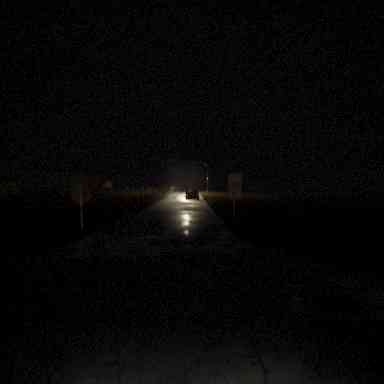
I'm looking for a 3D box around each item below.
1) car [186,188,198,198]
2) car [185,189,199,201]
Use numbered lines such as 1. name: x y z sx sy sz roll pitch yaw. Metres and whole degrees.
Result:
1. car: 0.017 0.171 59.753 2.128 1.511 4.902 0 2 0
2. car: 0.012 0.331 49.689 2.097 1.767 4.553 0 2 0
